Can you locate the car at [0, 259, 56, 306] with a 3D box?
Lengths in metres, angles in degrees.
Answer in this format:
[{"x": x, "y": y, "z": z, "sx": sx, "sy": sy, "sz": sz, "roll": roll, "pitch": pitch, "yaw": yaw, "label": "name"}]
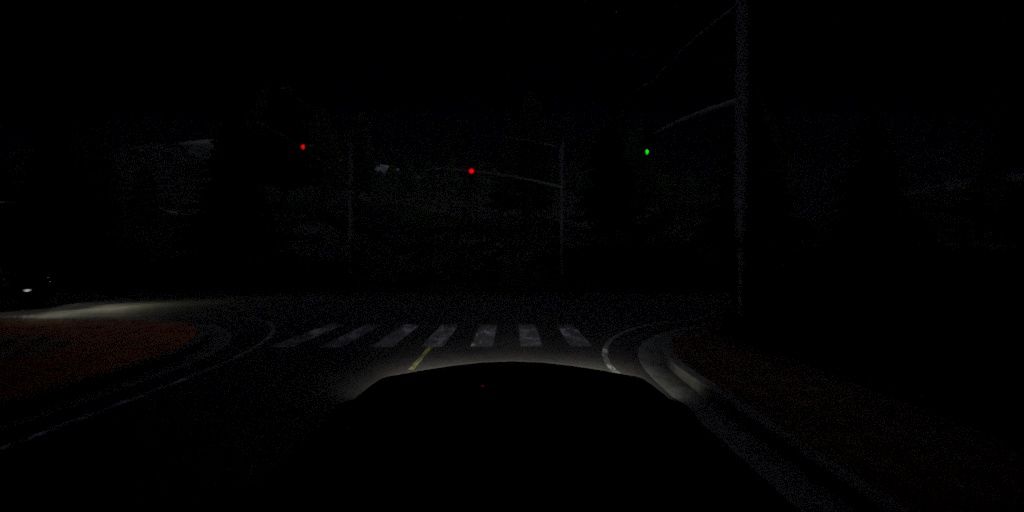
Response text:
[{"x": -20.409, "y": 0.911, "z": 13.074, "sx": 5.566, "sy": 2.045, "sz": 2.150, "roll": 0, "pitch": 0, "yaw": 0, "label": "car"}]
